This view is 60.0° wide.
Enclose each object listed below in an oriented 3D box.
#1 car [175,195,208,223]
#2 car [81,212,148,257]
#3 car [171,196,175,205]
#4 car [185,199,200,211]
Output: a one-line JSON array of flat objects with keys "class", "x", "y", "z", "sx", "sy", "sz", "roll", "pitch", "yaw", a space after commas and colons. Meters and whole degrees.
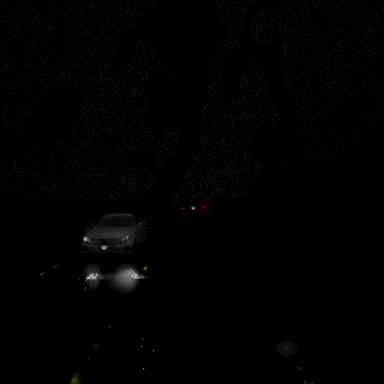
[{"class": "car", "x": 0.092, "y": 1.239, "z": 26.137, "sx": 2.150, "sy": 2.045, "sz": 5.566, "roll": 0, "pitch": 0, "yaw": 0}, {"class": "car", "x": -2.842, "y": 1.533, "z": 13.074, "sx": 1.812, "sy": 1.442, "sz": 4.674, "roll": 0, "pitch": 0, "yaw": 0}, {"class": "car", "x": -2.767, "y": 1.560, "z": 61.099, "sx": 1.837, "sy": 1.490, "sz": 4.892, "roll": 0, "pitch": 0, "yaw": 0}, {"class": "car", "x": 0.091, "y": 1.630, "z": 43.184, "sx": 1.895, "sy": 1.301, "sz": 4.718, "roll": 0, "pitch": 0, "yaw": 0}]
